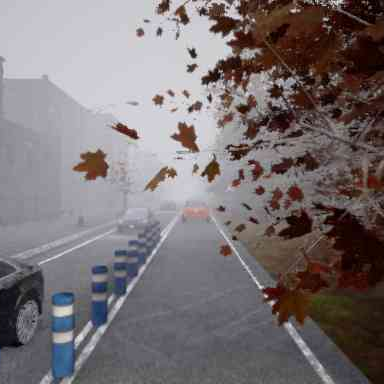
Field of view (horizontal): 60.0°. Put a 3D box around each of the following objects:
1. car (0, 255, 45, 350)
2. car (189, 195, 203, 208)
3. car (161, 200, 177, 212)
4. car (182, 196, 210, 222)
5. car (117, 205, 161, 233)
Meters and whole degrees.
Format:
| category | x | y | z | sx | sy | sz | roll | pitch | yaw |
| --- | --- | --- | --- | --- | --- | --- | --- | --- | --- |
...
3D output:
| category | x | y | z | sx | sy | sz | roll | pitch | yaw |
| --- | --- | --- | --- | --- | --- | --- | --- | --- | --- |
| car | -3.335 | 1.508 | 3.548 | 2.128 | 1.511 | 4.902 | 0 | -1 | 0 |
| car | 0.668 | 1.455 | 51.961 | 2.097 | 1.767 | 4.553 | 0 | 0 | 1 |
| car | -2.879 | 1.667 | 41.135 | 1.994 | 1.385 | 4.181 | 0 | 0 | 1 |
| car | 0.320 | 1.435 | 27.131 | 2.097 | 1.767 | 4.553 | 0 | 0 | 1 |
| car | -3.220 | 1.597 | 20.232 | 1.812 | 1.442 | 4.674 | 0 | 0 | 1 |
